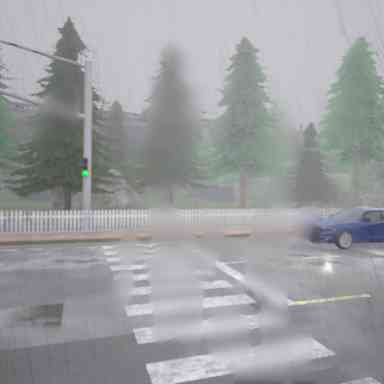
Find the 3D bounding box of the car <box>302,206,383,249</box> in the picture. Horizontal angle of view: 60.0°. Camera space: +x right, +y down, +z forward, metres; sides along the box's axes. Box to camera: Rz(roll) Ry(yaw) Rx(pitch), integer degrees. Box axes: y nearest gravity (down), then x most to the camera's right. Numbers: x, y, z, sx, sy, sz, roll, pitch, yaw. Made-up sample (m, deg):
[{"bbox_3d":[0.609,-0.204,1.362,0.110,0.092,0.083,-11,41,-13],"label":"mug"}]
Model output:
[{"bbox_3d":[6.944,1.361,13.670,5.008,1.535,1.882,1,1,-18],"label":"car"}]
